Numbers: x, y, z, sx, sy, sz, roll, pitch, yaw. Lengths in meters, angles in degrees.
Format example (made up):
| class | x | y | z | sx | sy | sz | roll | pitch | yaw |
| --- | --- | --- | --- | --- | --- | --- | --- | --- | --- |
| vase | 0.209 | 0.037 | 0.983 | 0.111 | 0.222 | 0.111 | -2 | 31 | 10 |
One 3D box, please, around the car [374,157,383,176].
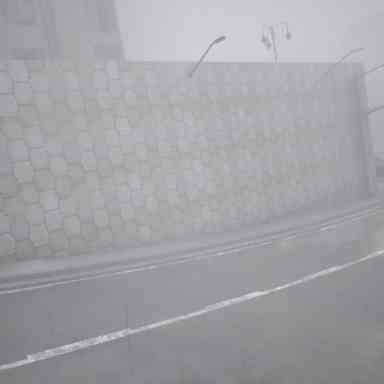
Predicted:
| class | x | y | z | sx | sy | sz | roll | pitch | yaw |
| --- | --- | --- | --- | --- | --- | --- | --- | --- | --- |
| car | 16.489 | -2.445 | 30.653 | 2.097 | 1.767 | 4.553 | -15 | 9 | -34 |
